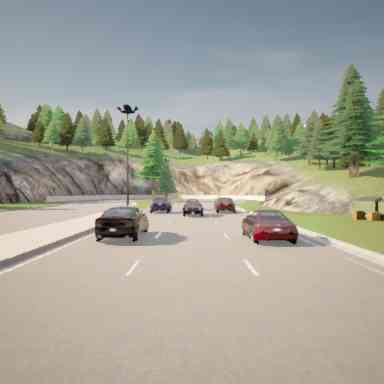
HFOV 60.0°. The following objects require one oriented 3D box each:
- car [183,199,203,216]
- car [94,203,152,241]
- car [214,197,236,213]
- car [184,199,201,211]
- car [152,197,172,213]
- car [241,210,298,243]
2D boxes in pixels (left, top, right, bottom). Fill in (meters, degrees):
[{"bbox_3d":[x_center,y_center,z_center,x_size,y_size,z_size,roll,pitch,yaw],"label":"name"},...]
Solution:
[{"bbox_3d":[0.096,1.601,32.500,1.895,1.301,4.718,0,0,0],"label":"car"},{"bbox_3d":[-3.399,1.477,16.714,1.882,1.535,5.008,0,0,0],"label":"car"},{"bbox_3d":[3.601,1.353,37.240,2.097,1.767,4.553,0,0,0],"label":"car"},{"bbox_3d":[0.123,1.564,42.030,1.994,1.385,4.181,0,0,1],"label":"car"},{"bbox_3d":[-3.400,1.353,37.259,2.097,1.767,4.553,0,0,0],"label":"car"},{"bbox_3d":[3.600,1.564,16.030,1.994,1.385,4.181,0,0,0],"label":"car"}]
